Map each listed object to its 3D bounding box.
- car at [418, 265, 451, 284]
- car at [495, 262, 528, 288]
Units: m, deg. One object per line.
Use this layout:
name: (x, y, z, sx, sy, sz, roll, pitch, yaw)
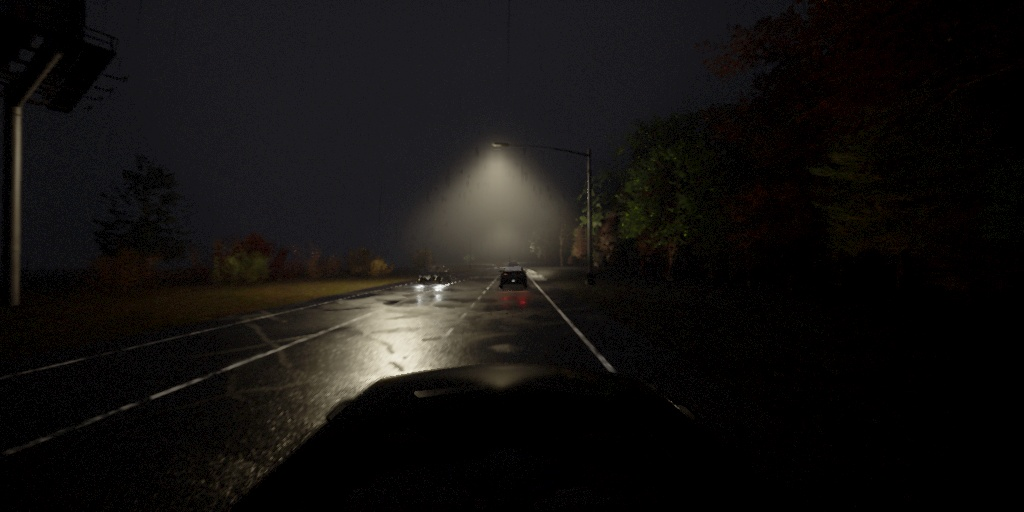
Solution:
car: (-6.516, 1.564, 30.689, 1.837, 1.490, 4.892, -1, -1, 4)
car: (0.103, 1.455, 26.166, 2.128, 1.511, 4.902, 0, 0, 0)
